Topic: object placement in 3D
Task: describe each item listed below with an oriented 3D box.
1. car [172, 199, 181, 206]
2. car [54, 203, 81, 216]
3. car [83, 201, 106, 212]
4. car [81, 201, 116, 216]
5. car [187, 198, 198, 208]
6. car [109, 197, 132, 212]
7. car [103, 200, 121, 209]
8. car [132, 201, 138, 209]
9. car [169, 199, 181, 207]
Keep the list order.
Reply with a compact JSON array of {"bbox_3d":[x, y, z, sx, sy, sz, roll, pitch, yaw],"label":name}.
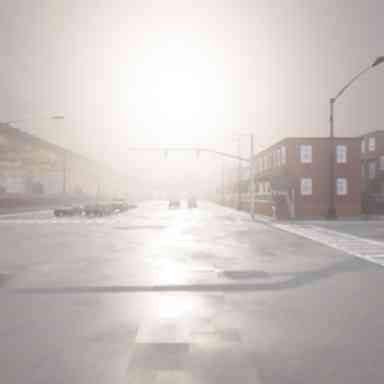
[{"bbox_3d":[-3.504,2.394,76.437,1.882,1.535,5.008,0,-1,0],"label":"car"},{"bbox_3d":[-14.101,2.009,38.480,2.033,1.411,5.357,0,-1,0],"label":"car"},{"bbox_3d":[-14.093,2.057,48.369,1.882,1.535,5.008,0,-1,0],"label":"car"},{"bbox_3d":[-10.613,2.057,38.066,1.895,1.301,4.718,0,-1,3],"label":"car"},{"bbox_3d":[0.097,2.334,65.744,2.033,1.411,5.357,0,-1,0],"label":"car"},{"bbox_3d":[-10.595,1.793,47.695,2.150,2.045,5.566,0,-1,0],"label":"car"},{"bbox_3d":[-14.044,2.182,58.832,1.882,1.535,5.008,0,-1,1],"label":"car"},{"bbox_3d":[-10.560,2.215,57.485,1.812,1.442,4.674,0,-1,0],"label":"car"},{"bbox_3d":[-3.498,2.148,66.441,2.097,1.767,4.553,0,-1,0],"label":"car"}]
